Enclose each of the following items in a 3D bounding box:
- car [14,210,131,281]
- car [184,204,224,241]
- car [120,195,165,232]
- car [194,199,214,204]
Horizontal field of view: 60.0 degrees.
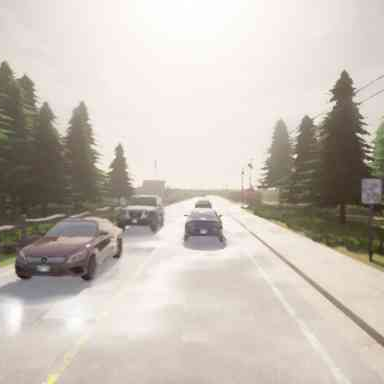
[{"bbox_3d":[-3.334,1.498,9.965,1.812,1.442,4.674,1,0,2],"label":"car"},{"bbox_3d":[0.584,1.543,16.731,1.812,1.442,4.674,1,0,2],"label":"car"},{"bbox_3d":[-2.979,1.205,20.626,2.150,2.045,5.566,1,0,2],"label":"car"},{"bbox_3d":[1.257,1.532,36.082,1.837,1.490,4.892,1,-1,3],"label":"car"}]
